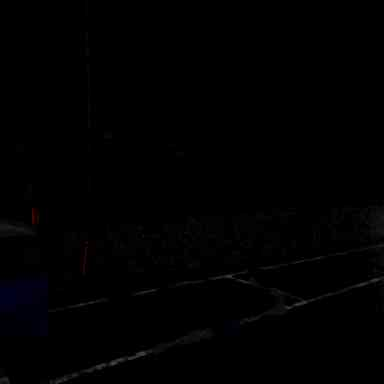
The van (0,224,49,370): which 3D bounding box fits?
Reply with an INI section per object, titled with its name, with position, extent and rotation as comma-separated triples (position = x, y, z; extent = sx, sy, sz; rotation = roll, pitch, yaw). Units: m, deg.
[van]
position = -3.831, 1.342, 3.928
extent = 3.998, 1.788, 1.690
rotation = 0, -1, -36
